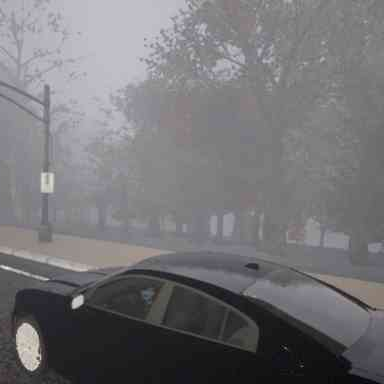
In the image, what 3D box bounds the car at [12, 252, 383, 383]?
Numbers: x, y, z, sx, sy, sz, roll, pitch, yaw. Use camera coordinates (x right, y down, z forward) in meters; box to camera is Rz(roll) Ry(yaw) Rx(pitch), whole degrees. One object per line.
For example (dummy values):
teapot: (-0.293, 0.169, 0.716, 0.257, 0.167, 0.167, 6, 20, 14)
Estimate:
car: (-0.085, 1.445, 3.746, 5.008, 1.535, 1.882, 1, 1, 36)
